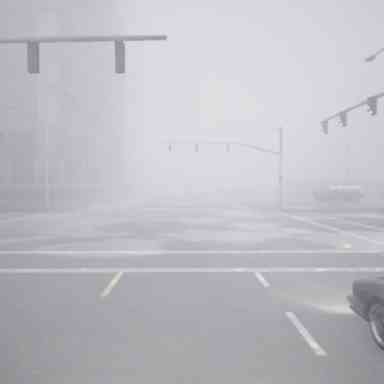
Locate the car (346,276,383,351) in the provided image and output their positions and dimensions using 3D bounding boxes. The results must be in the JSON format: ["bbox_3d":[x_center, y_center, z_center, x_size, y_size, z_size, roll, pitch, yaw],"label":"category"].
[{"bbox_3d":[3.560,1.488,2.945,2.033,1.411,5.357,0,1,-4],"label":"car"}]

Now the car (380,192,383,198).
[{"bbox_3d":[39.821,0.157,65.926,3.905,1.438,1.784,0,1,0],"label":"car"}]

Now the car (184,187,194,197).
[{"bbox_3d":[-0.658,0.244,68.460,2.033,1.411,5.357,0,1,0],"label":"car"}]

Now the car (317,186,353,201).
[{"bbox_3d":[24.676,0.110,57.510,4.605,1.855,1.932,0,1,0],"label":"car"}]

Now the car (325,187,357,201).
[{"bbox_3d":[24.720,0.371,54.831,3.905,1.438,1.784,0,1,0],"label":"car"}]

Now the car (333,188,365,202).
[{"bbox_3d":[24.713,0.457,51.937,3.806,1.475,1.970,0,1,0],"label":"car"}]

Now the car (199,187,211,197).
[{"bbox_3d":[2.840,0.212,68.893,1.812,1.442,4.674,0,1,0],"label":"car"}]
